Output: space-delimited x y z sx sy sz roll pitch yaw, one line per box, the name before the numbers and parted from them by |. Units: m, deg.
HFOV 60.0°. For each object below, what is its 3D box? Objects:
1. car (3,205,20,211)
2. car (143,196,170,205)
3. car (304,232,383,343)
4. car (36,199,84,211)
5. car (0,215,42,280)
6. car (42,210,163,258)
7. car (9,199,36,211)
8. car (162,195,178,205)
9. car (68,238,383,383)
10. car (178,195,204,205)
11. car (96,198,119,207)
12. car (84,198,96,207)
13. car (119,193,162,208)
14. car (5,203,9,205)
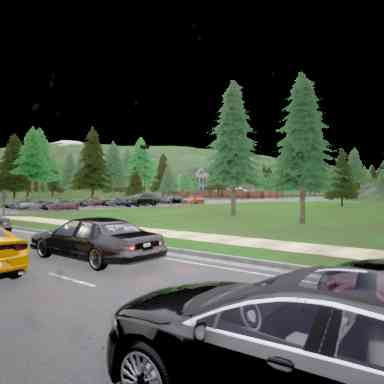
car | -11.236 1.546 17.102 5.357 1.411 2.033 0 0 38
car | -6.488 1.474 61.236 1.882 1.535 5.008 0 0 39
car | 4.179 1.564 5.207 4.181 1.385 1.994 0 0 38
car | -15.357 1.559 38.862 1.994 1.385 4.181 0 0 38
car | -6.258 1.477 8.866 5.008 1.535 1.882 0 0 38
car | -3.250 1.547 10.961 5.357 1.411 2.033 0 0 38
car | -18.834 1.597 40.113 1.895 1.301 4.718 0 0 38
car | -3.540 1.349 59.333 2.097 1.767 4.553 0 0 39
car | 1.213 1.491 3.085 4.902 1.511 2.128 0 0 38
car | 0.176 1.348 58.381 2.097 1.767 4.553 0 0 39
car | -11.448 1.561 49.400 1.994 1.385 4.181 0 0 39
car | -15.058 1.560 50.488 1.994 1.385 4.181 0 0 38
car | -7.439 1.222 48.826 2.150 2.045 5.566 0 0 38
car | -21.590 1.560 42.272 1.994 1.385 4.181 0 0 38
